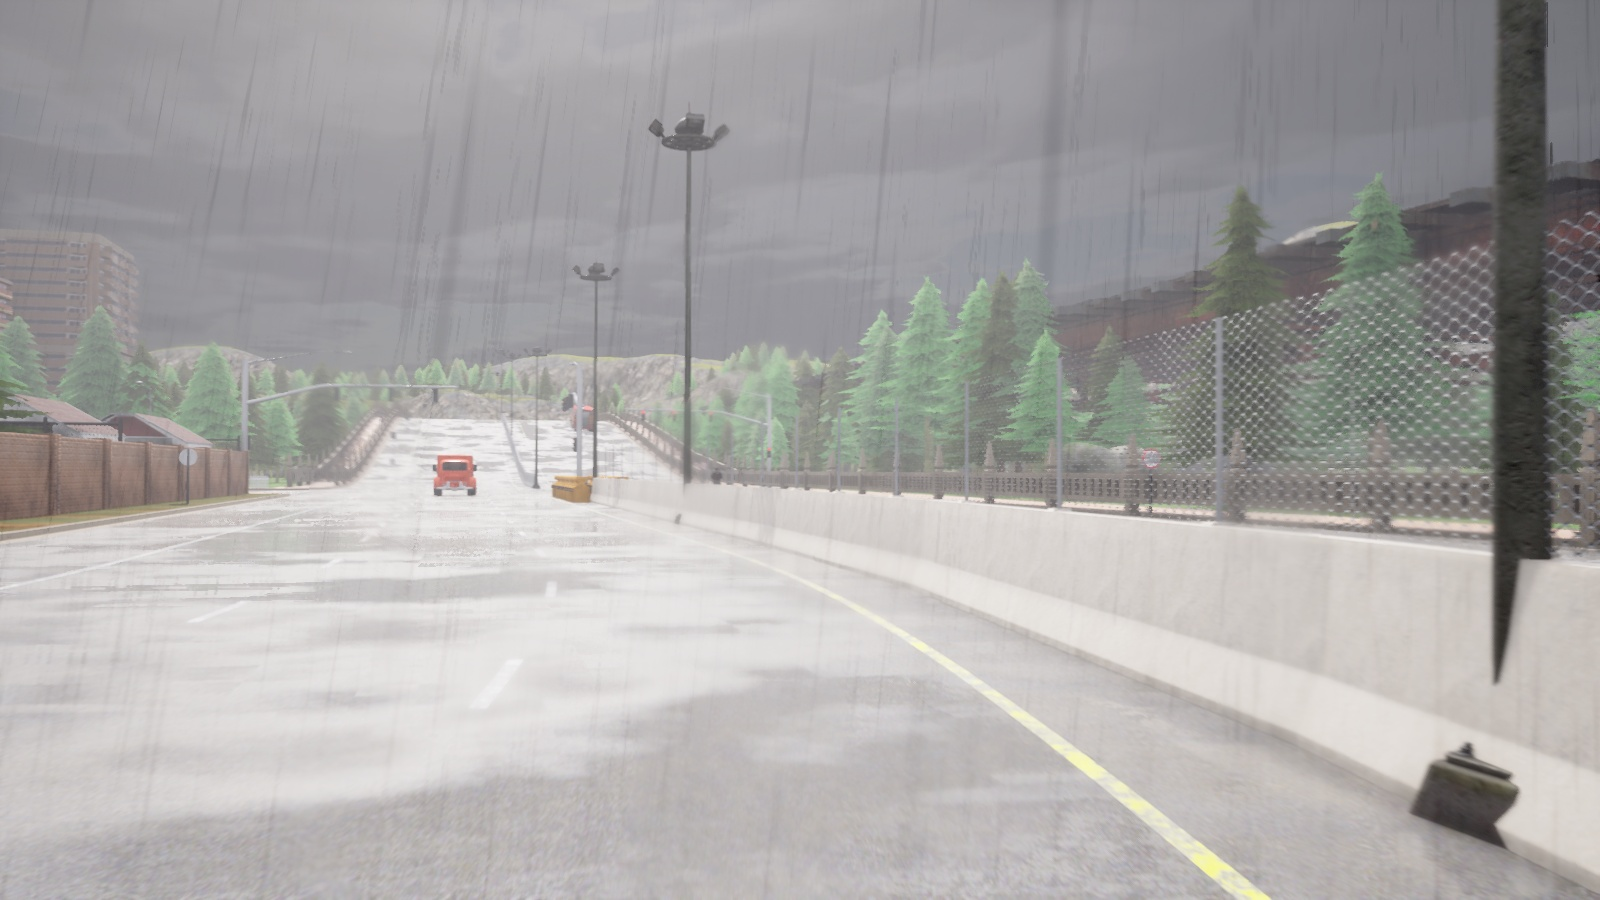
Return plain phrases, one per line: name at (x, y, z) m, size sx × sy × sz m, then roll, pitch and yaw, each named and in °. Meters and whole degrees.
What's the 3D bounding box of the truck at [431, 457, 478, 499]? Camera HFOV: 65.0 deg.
truck at (-20.761, 1.685, 75.548) m, size 2.627 × 2.467 × 5.204 m, roll 0°, pitch -1°, yaw -15°
